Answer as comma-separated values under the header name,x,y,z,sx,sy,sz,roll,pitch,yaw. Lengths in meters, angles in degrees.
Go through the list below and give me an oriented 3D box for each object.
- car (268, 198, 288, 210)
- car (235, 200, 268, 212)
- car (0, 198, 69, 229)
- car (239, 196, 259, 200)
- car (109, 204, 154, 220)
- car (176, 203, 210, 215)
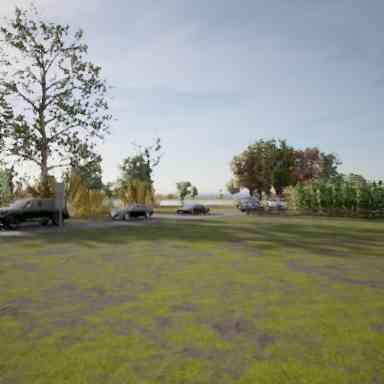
name,x,y,z,sx,sy,sz,roll,pitch,yaw
car,14.601,2.064,56.739,2.150,2.045,5.566,-1,-2,35
car,8.647,2.230,48.166,2.033,1.411,5.357,-1,-2,36
car,-11.707,1.485,24.212,2.150,2.045,5.566,-1,-2,34
car,8.960,1.678,53.502,2.150,2.045,5.566,-1,-2,35
car,-5.851,1.906,32.567,2.128,1.511,4.902,-1,-1,35
car,0.234,2.120,41.215,2.033,1.411,5.357,-1,-2,35
